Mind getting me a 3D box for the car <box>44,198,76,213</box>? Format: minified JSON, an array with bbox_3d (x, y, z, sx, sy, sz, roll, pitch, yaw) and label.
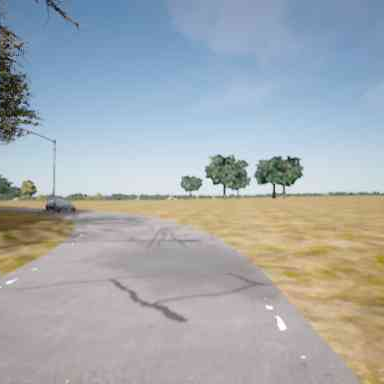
[{"bbox_3d":[-13.649,1.389,34.332,1.812,1.442,4.674,2,-1,-44],"label":"car"}]
